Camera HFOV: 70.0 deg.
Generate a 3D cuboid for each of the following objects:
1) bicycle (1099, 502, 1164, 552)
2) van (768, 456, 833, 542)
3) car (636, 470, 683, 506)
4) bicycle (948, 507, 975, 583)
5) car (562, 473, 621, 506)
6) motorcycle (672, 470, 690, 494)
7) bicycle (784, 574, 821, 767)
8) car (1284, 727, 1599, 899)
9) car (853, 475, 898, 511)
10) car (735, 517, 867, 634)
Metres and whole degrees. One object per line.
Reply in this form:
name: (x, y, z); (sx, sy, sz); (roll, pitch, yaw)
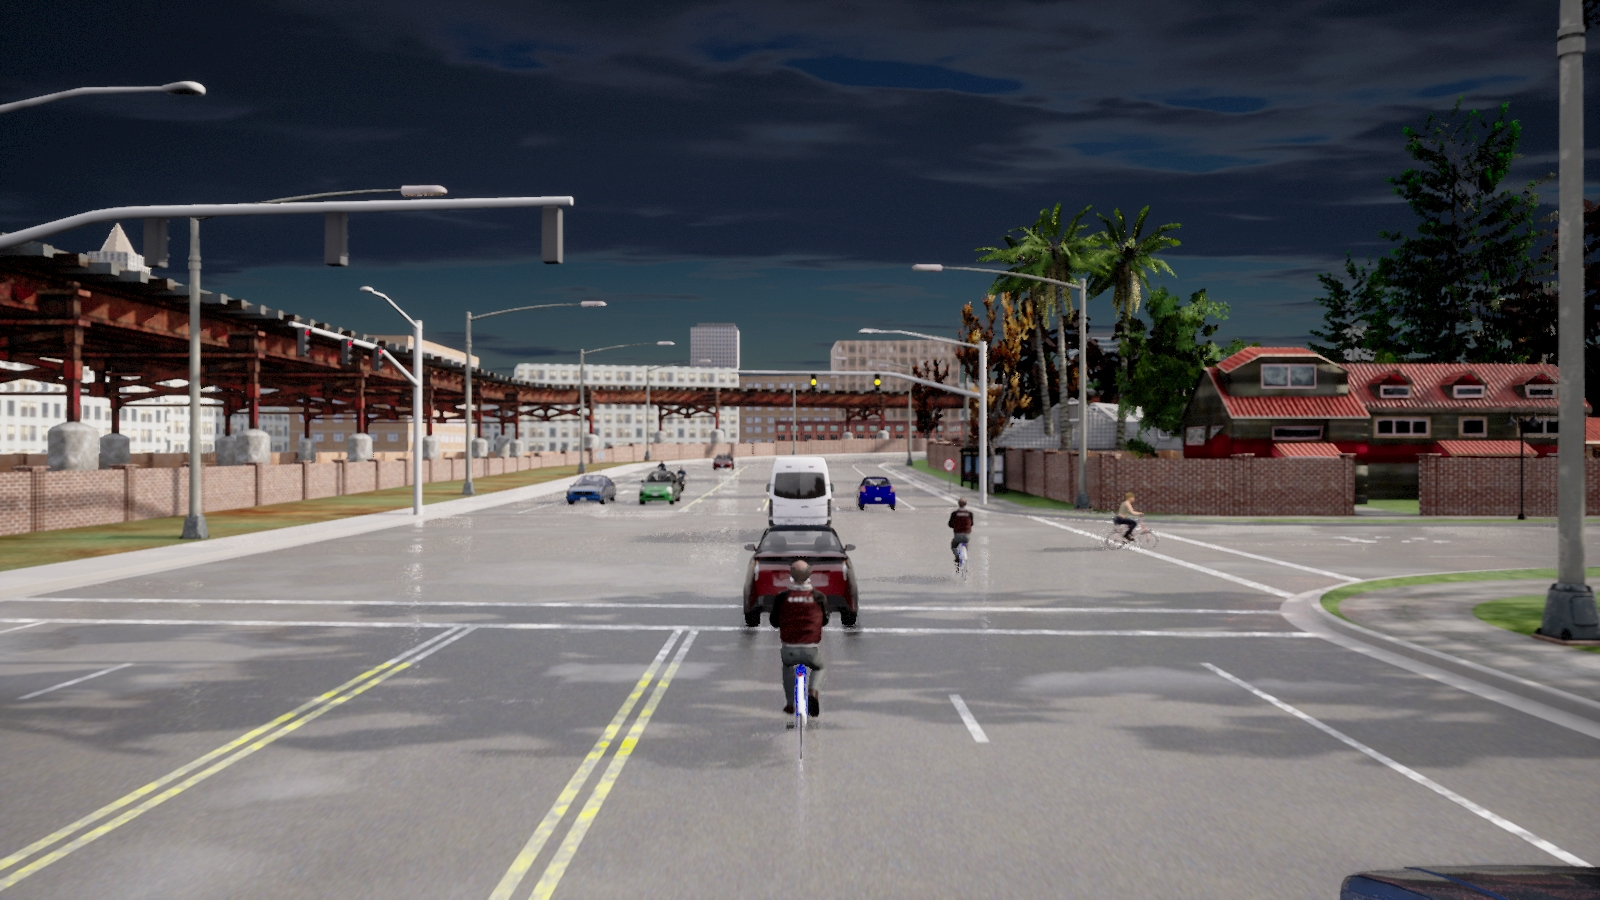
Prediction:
bicycle: (9.194, 2.129, 31.700); (1.487, 1.301, 0.859); (0, 2, -8)
van: (0.009, 1.515, 37.666); (1.988, 2.561, 5.915); (0, 0, 0)
car: (-7.001, 1.876, 57.322); (1.851, 1.617, 3.988); (0, 1, 0)
bicycle: (3.516, 2.045, 24.974); (0.329, 1.496, 1.835); (0, 0, 0)
car: (-10.502, 1.978, 58.007); (2.033, 1.411, 5.357); (0, 1, 0)
motorcycle: (-7.013, 1.889, 67.384); (0.856, 1.341, 1.805); (0, 0, 0)
bicycle: (0.022, 2.047, 11.019); (0.329, 1.496, 1.835); (0, 0, 0)
car: (3.430, 2.105, 3.091); (2.033, 1.411, 5.357); (0, 0, 1)
car: (3.499, 1.956, 53.203); (1.845, 1.501, 3.633); (0, 1, 0)
car: (0.002, 2.039, 19.633); (2.007, 1.525, 4.514); (0, 0, 0)
